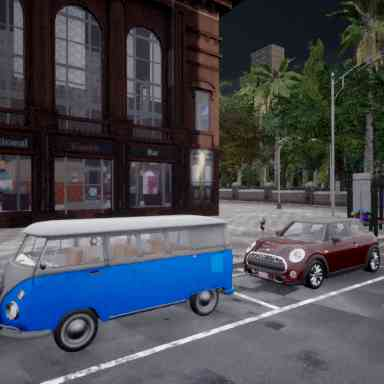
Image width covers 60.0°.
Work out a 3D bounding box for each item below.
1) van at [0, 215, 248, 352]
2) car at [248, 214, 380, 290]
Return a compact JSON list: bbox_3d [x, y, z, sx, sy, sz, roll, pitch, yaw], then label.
[{"bbox_3d":[-1.103,1.341,5.874,3.998,1.788,1.690,0,0,-36],"label":"van"},{"bbox_3d":[3.298,1.439,9.048,4.097,1.590,1.967,0,0,-36],"label":"car"}]
